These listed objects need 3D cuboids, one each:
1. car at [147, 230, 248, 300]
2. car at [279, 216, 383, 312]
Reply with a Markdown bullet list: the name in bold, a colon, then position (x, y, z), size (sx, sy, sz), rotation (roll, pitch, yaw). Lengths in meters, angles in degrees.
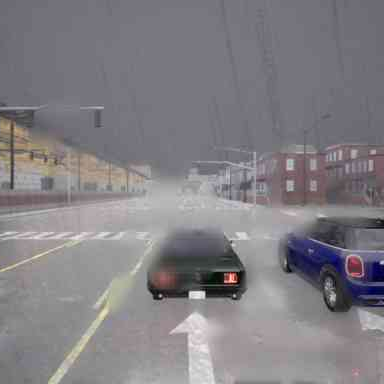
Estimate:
- **car**: position (0.100, 1.601, 8.317), size (1.895, 1.301, 4.718), rotation (0, 0, 0)
- **car**: position (3.599, 1.352, 7.861), size (2.097, 1.767, 4.553), rotation (0, 0, -1)
